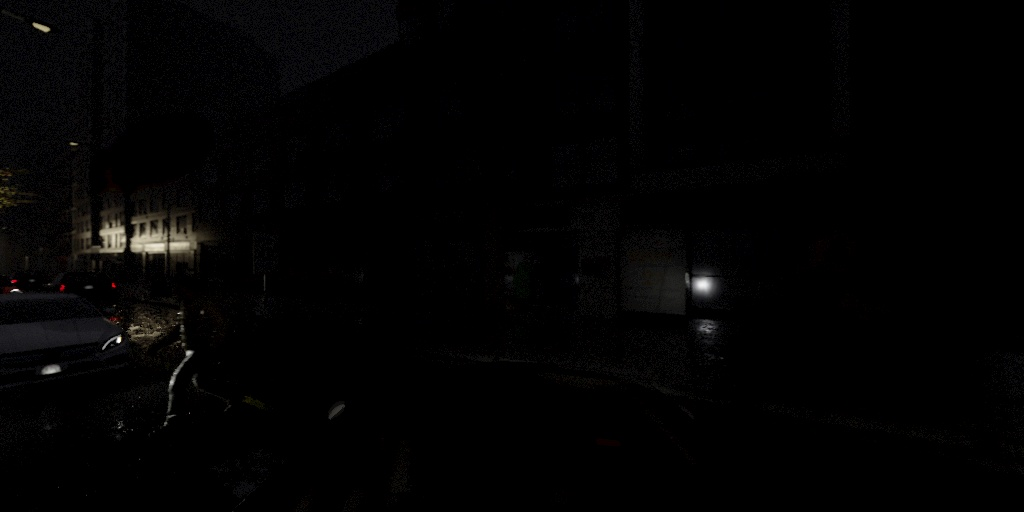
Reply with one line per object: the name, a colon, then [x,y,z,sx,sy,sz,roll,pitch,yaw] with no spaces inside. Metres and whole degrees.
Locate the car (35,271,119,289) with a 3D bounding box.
car: [-21.674,1.539,17.969,4.553,1.767,2.097,-1,-1,32]

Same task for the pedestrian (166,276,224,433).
pedestrian: [-3.805,1.096,4.314,0.375,1.860,0.375,0,0,32]

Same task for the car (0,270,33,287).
car: [-21.063,1.474,14.125,4.553,1.767,2.097,-1,-1,32]

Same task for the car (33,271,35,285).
car: [-37.378,1.911,27.702,4.553,1.767,2.097,-1,-1,32]

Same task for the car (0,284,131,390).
car: [-8.668,1.400,6.439,4.674,1.442,1.812,-1,-1,32]
